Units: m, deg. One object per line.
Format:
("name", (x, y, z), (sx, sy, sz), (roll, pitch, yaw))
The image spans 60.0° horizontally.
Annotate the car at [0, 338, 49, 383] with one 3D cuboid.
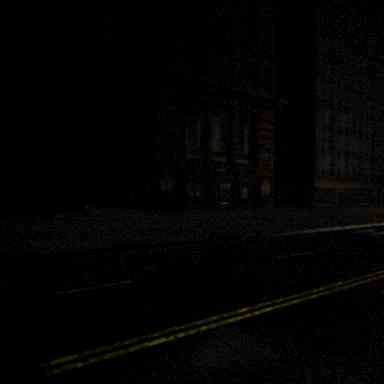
("car", (-2.979, 1.588, 1.314), (4.718, 1.301, 1.895), (1, 0, -35))
